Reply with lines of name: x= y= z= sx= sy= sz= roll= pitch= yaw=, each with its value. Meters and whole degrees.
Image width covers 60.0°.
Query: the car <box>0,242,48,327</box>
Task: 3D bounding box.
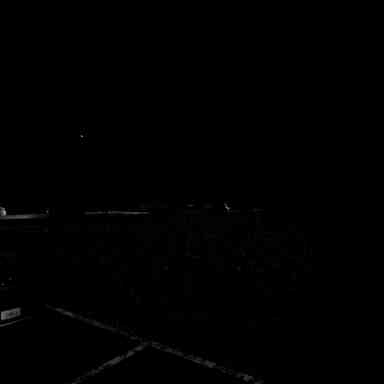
car: x=-4.419 y=1.551 z=6.159 sx=4.403 sy=1.369 sz=2.008 roll=0 pitch=0 yaw=36

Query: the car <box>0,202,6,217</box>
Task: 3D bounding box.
car: x=-21.914 y=1.822 z=33.810 sx=1.837 sy=1.490 sz=4.892 roll=0 pitch=-1 yaw=36

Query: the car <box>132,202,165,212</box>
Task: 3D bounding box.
car: x=-6.102 y=2.212 z=50.026 sx=1.882 sy=1.535 sz=5.008 roll=0 pitch=-1 yaw=36

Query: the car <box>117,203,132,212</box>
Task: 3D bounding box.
car: x=-9.269 y=2.324 z=51.205 sx=1.895 sy=1.301 sz=4.718 roll=0 pitch=-1 yaw=36

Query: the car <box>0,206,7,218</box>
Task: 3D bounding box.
car: x=-19.886 y=1.817 z=31.039 sx=1.812 sy=1.442 sz=4.674 roll=0 pitch=-1 yaw=36

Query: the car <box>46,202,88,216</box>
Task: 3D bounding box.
car: x=-14.444 y=1.956 z=38.566 sx=2.128 sy=1.511 sz=4.902 roll=0 pitch=-1 yaw=36

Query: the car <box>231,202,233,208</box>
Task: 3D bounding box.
car: x=7.034 y=2.558 z=62.446 sx=2.128 sy=1.511 sz=4.902 roll=0 pitch=-1 yaw=36

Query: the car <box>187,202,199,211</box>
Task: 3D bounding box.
car: x=1.148 y=2.366 z=54.255 sx=2.128 sy=1.511 sz=4.902 roll=0 pitch=-1 yaw=37

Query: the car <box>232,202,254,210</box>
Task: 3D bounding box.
car: x=9.664 y=2.624 z=60.535 sx=1.994 sy=1.385 sz=4.181 roll=0 pitch=-1 yaw=36

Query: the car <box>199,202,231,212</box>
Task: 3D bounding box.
car: x=3.623 y=2.367 z=52.129 sx=1.837 sy=1.490 sz=4.892 roll=0 pitch=-1 yaw=36

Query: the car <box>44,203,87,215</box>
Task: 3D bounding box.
car: x=-15.921 y=2.110 z=42.062 sx=1.895 sy=1.301 sz=4.718 roll=0 pitch=-1 yaw=36
